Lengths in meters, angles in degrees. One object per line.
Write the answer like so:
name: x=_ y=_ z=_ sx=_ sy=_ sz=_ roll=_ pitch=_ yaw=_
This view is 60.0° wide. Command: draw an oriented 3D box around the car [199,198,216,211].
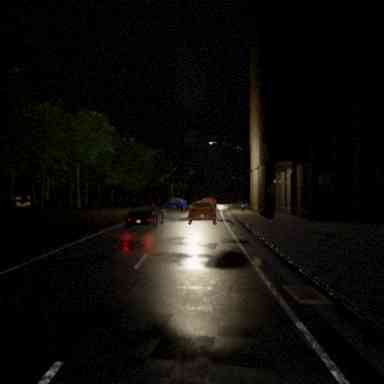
car: x=2.023 y=1.546 z=41.839 sx=1.882 sy=1.535 sz=5.008 roll=0 pitch=-1 yaw=5

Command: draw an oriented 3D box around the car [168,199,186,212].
car: x=-1.739 y=1.504 z=38.928 sx=1.882 sy=1.535 sz=5.008 roll=0 pitch=-1 yaw=5

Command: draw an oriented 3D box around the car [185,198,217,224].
car: x=0.792 y=1.401 z=24.178 sx=1.882 sy=1.535 sz=5.008 roll=0 pitch=0 yaw=3

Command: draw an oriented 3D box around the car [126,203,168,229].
car: x=-2.878 y=1.447 z=20.840 sx=1.812 sy=1.442 sz=4.674 roll=0 pitch=0 yaw=2
